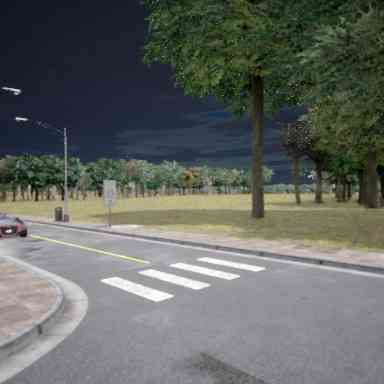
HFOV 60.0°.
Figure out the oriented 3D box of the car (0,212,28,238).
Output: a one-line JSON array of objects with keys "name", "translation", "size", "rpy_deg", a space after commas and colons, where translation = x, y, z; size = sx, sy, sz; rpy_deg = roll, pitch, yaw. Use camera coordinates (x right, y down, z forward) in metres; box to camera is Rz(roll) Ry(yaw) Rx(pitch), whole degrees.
[{"name": "car", "translation": [-10.750, 1.863, 18.562], "size": [1.994, 1.385, 4.181], "rpy_deg": [-1, 0, -44]}]
